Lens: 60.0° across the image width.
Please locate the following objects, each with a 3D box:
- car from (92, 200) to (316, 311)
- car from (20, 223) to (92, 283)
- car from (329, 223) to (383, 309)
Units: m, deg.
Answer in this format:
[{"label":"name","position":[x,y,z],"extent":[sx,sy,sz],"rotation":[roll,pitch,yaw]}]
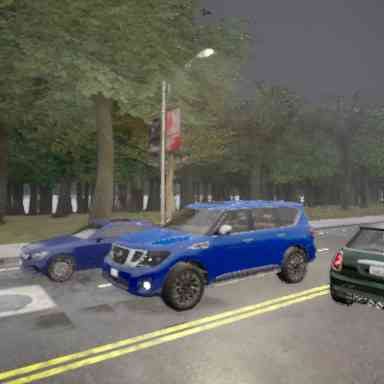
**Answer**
[{"label":"car","position":[0.717,1.249,8.184],"extent":[5.566,2.045,2.150],"rotation":[0,0,-35]},{"label":"car","position":[-2.492,1.546,9.887],"extent":[4.674,1.442,1.812],"rotation":[0,0,-35]},{"label":"car","position":[4.934,1.391,6.947],"extent":[4.553,1.767,2.097],"rotation":[0,0,-35]}]
